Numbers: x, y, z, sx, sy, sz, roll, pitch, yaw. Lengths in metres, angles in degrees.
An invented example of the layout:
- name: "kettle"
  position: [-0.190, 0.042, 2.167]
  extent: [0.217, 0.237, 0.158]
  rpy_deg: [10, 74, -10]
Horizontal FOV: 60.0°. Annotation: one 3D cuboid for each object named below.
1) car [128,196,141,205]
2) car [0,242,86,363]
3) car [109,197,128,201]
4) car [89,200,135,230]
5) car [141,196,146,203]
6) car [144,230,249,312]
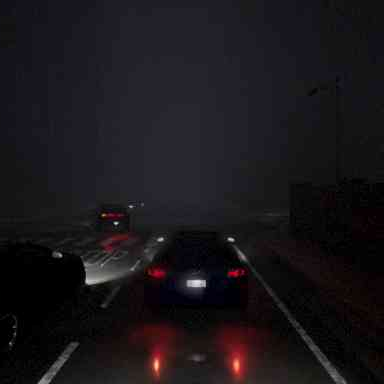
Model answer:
- name: "car"
  position: [-10.464, 1.547, 56.229]
  extent: [2.033, 1.411, 5.357]
  rpy_deg: [0, 0, 0]
- name: "car"
  position: [-3.393, 1.564, 5.847]
  extent: [1.994, 1.385, 4.181]
  rpy_deg: [0, 0, 0]
- name: "car"
  position: [-10.494, 1.478, 45.578]
  extent: [1.882, 1.535, 5.008]
  rpy_deg: [0, 0, 0]
- name: "car"
  position: [-5.186, 1.467, 20.713]
  extent: [1.837, 1.490, 4.892]
  rpy_deg: [1, -1, -23]
- name: "car"
  position: [-10.376, 1.506, 66.858]
  extent: [1.837, 1.490, 4.892]
  rpy_deg: [0, 0, 1]
- name: "car"
  position: [0.092, 1.564, 7.799]
  extent: [1.994, 1.385, 4.181]
  rpy_deg: [0, 0, 0]
